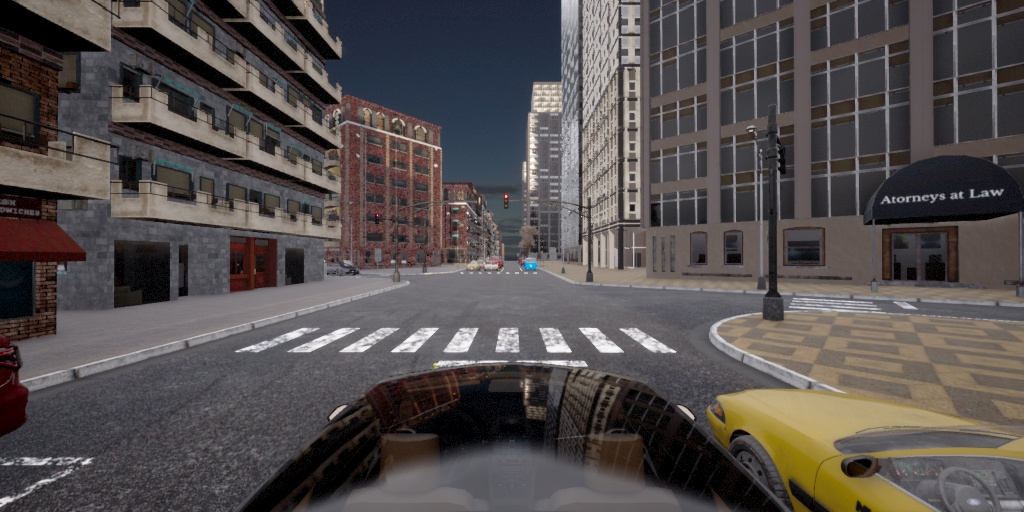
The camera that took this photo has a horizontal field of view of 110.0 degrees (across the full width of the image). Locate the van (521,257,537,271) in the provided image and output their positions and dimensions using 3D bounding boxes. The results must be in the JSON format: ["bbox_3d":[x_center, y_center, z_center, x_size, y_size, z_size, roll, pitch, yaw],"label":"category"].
[{"bbox_3d":[2.552,1.136,50.067,1.690,1.789,3.998,0,0,0],"label":"van"}]

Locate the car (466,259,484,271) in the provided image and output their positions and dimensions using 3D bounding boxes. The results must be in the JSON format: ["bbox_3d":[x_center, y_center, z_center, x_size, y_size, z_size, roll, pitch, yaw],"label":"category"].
[{"bbox_3d":[-5.329,1.321,49.895,1.751,1.417,4.829,0,0,0],"label":"car"}]

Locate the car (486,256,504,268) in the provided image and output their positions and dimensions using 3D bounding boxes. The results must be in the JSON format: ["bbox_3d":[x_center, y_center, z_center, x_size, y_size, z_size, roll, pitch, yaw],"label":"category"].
[{"bbox_3d":[-2.848,1.038,59.686,2.150,2.045,5.566,0,0,0],"label":"car"}]

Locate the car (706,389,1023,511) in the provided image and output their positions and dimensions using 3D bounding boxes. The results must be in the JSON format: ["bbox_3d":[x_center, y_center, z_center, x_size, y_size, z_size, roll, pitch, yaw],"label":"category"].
[{"bbox_3d":[2.566,1.275,1.244,1.751,1.417,4.829,0,0,0],"label":"car"}]

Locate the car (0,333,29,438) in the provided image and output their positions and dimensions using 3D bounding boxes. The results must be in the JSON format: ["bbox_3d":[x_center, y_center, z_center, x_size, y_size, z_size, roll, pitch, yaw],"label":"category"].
[{"bbox_3d":[-5.314,1.065,1.065,2.192,1.841,5.009,0,0,0],"label":"car"}]

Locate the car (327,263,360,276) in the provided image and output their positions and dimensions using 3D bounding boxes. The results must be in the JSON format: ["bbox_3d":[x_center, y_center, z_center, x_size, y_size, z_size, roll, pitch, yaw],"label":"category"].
[{"bbox_3d":[-18.536,1.481,39.031,4.181,1.385,1.994,0,-1,33],"label":"car"}]

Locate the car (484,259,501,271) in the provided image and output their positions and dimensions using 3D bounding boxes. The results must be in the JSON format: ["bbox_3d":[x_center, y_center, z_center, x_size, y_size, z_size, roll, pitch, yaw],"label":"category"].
[{"bbox_3d":[-2.862,1.397,50.179,1.895,1.301,4.718,0,0,-2],"label":"car"}]
